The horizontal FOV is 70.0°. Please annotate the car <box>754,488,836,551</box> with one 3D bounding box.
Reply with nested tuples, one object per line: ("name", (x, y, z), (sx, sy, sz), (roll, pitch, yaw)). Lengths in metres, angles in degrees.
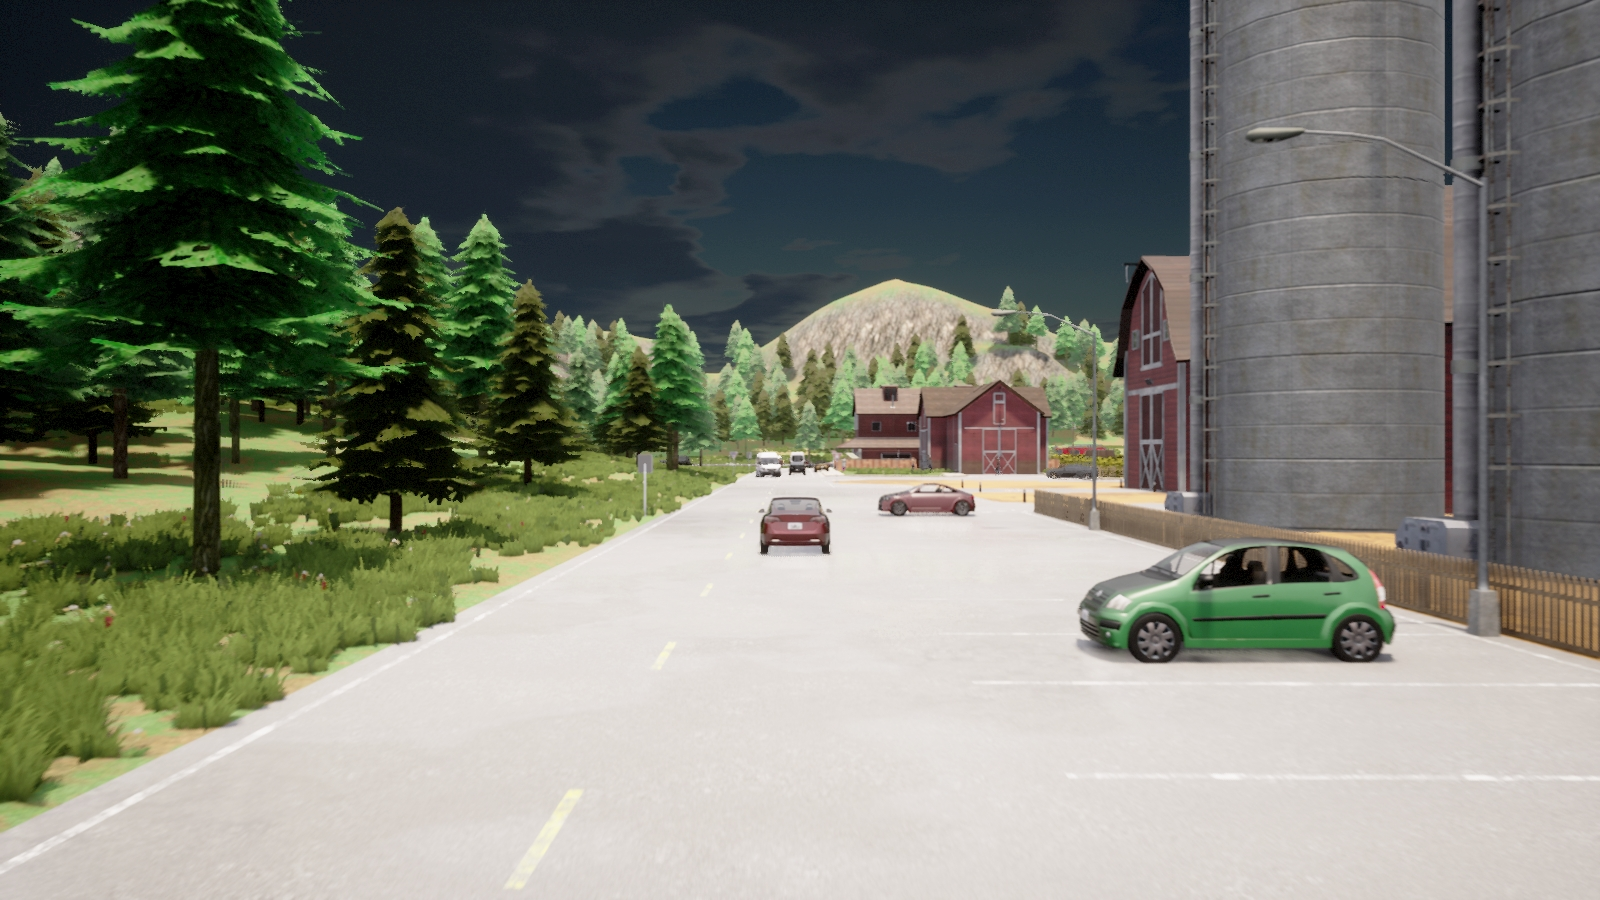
("car", (-0.135, 1.924, 32.654), (2.163, 1.488, 4.792), (0, 0, 0))
